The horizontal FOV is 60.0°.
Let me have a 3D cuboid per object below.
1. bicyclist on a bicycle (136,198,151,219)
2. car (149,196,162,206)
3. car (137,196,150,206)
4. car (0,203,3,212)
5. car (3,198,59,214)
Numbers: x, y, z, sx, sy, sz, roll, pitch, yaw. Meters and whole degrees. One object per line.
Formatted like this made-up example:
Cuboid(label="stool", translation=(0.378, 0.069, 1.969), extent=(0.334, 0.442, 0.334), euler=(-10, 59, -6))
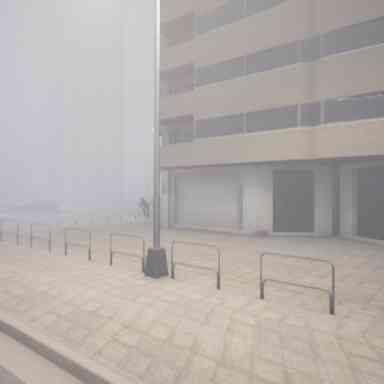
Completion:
Cuboid(label="bicyclist on a bicycle", translation=(-3.845, 1.290, 26.429), extent=(1.656, 1.620, 0.582), euler=(0, 0, 38))
Cuboid(label="car", translation=(-3.633, 1.451, 50.138), extent=(1.837, 1.490, 4.892), euler=(0, 0, 38))
Cuboid(label="car", translation=(-6.474, 1.404, 52.188), extent=(1.882, 1.535, 5.008), euler=(0, 0, 38))
Cuboid(label="car", translation=(-18.941, 1.429, 36.307), extent=(1.837, 1.490, 4.892), euler=(0, 0, 38))
Cuboid(label="car", translation=(-16.170, 1.441, 34.168), extent=(1.837, 1.490, 4.892), euler=(0, 0, 38))
